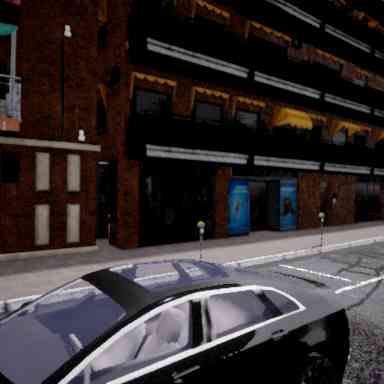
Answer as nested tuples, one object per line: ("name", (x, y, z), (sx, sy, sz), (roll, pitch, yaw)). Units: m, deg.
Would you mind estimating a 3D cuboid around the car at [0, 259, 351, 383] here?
("car", (-0.516, 1.486, 3.009), (4.902, 1.511, 2.128), (0, 0, -35))
